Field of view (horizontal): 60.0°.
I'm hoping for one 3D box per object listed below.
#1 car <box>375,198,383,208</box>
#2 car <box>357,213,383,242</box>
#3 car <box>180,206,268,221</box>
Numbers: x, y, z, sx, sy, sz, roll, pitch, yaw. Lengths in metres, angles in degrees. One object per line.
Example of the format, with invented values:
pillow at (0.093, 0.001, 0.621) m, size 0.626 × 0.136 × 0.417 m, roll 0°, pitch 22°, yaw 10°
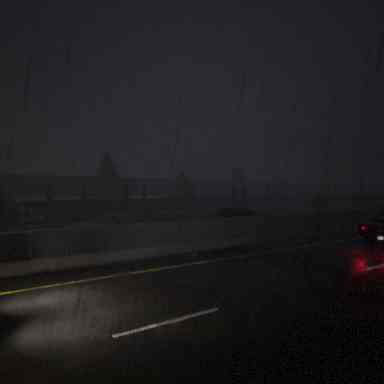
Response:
car at (25.641, 1.262, 42.852) m, size 5.008 × 1.535 × 1.882 m, roll -1°, pitch 0°, yaw -32°
car at (9.326, 1.520, 14.506) m, size 4.718 × 1.301 × 1.895 m, roll 0°, pitch 0°, yaw -35°
car at (1.891, 1.488, 18.096) m, size 5.357 × 1.411 × 2.033 m, roll 0°, pitch 0°, yaw -35°
